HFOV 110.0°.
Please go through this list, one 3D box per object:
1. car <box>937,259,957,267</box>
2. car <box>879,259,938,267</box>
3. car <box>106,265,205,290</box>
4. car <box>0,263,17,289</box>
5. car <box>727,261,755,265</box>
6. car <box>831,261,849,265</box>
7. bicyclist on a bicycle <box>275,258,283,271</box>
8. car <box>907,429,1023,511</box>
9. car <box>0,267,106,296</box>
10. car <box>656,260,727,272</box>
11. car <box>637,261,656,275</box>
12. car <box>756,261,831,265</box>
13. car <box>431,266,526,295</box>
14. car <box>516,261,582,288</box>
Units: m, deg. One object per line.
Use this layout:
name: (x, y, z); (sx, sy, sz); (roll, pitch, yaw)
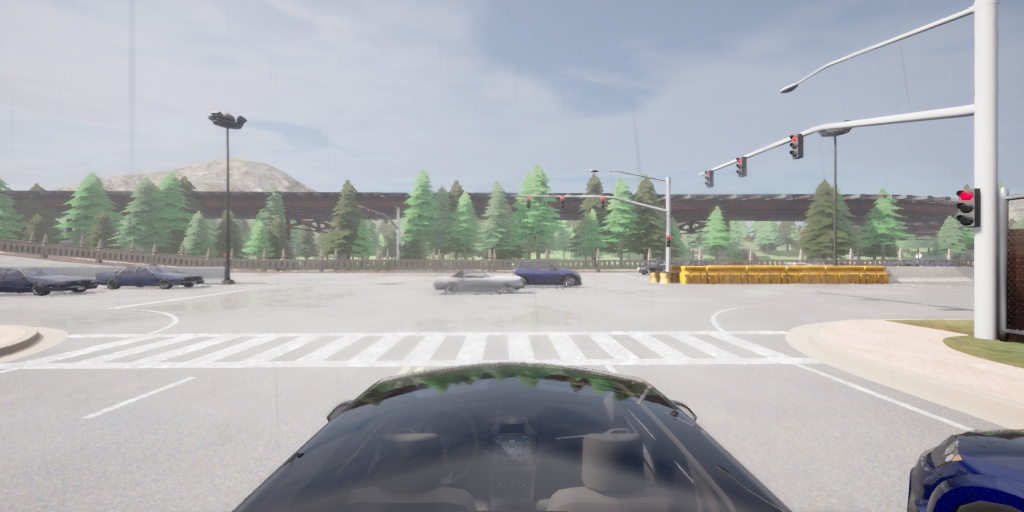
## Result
car: (39.984, 1.102, 34.699); (4.553, 1.767, 2.097); (0, 0, -2)
car: (33.219, 1.255, 31.001); (4.892, 1.490, 1.837); (0, 0, -2)
car: (-22.284, 1.291, 22.077); (5.357, 1.411, 2.033); (0, 0, -2)
car: (-33.824, 1.110, 21.728); (4.892, 1.490, 1.837); (4, 0, -2)
car: (20.519, 1.255, 34.112); (4.892, 1.490, 1.837); (0, 0, -2)
car: (30.016, 1.241, 34.404); (4.902, 1.511, 2.128); (0, 0, -2)
bicyclist on a bicycle: (-28.452, 1.041, 43.882); (0.582, 1.620, 1.656); (0, 0, -2)
car: (3.600, 1.314, 0.576); (1.994, 1.385, 4.181); (0, 0, 0)
car: (-24.985, 1.288, 18.493); (5.357, 1.411, 2.033); (0, 0, -2)
car: (15.184, 1.102, 30.445); (4.553, 1.767, 2.097); (0, 0, -2)
car: (15.576, 1.241, 37.460); (4.902, 1.511, 2.128); (0, 0, -2)
car: (24.013, 1.276, 30.701); (4.674, 1.442, 1.812); (0, 0, -2)
car: (-1.791, 1.351, 19.212); (4.718, 1.301, 1.895); (0, 0, -2)
car: (2.076, 1.102, 22.833); (4.553, 1.767, 2.097); (0, 0, -2)
